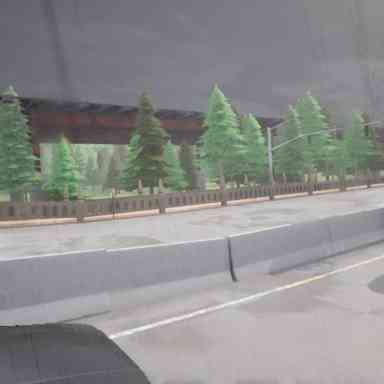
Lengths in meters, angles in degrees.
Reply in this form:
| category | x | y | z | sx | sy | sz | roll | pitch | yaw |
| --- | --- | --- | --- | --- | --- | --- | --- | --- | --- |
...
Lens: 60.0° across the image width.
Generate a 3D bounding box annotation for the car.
| category | x | y | z | sx | sy | sz | roll | pitch | yaw |
| --- | --- | --- | --- | --- | --- | --- | --- | --- | --- |
| car | -2.797 | 1.550 | 1.752 | 5.357 | 1.411 | 2.033 | 0 | 0 | -36 |
